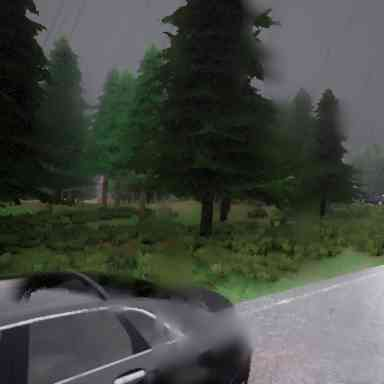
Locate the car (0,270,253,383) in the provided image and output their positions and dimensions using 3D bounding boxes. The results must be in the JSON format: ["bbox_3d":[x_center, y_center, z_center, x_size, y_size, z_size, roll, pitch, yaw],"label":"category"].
[{"bbox_3d":[-1.680,1.505,2.430,4.892,1.490,1.837,0,0,-36],"label":"car"}]

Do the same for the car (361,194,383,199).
[{"bbox_3d":[23.834,0.994,42.602,1.882,1.535,5.008,4,2,-13],"label":"car"}]
